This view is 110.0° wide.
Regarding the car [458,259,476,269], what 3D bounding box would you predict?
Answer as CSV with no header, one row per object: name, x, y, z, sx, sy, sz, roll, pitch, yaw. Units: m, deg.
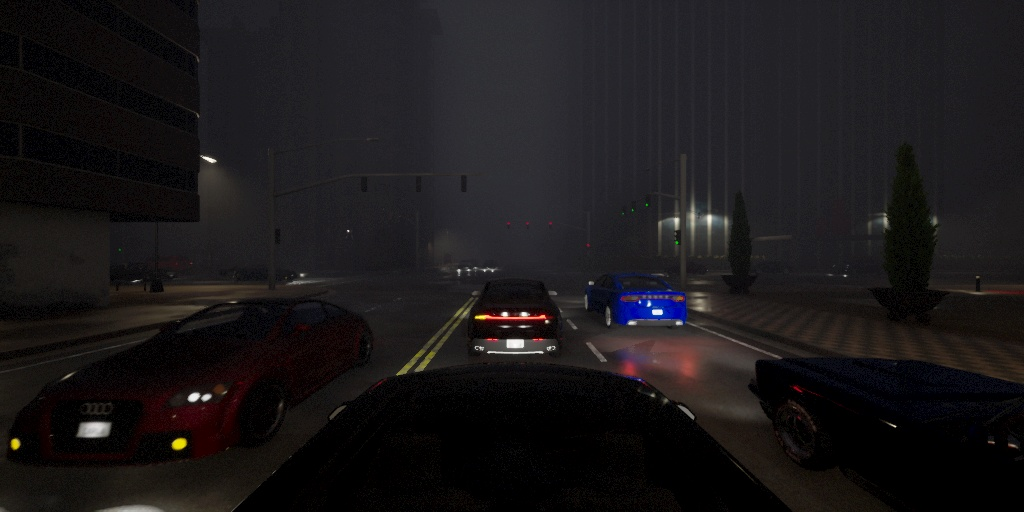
car,-7.100,1.275,55.289,1.812,1.442,4.674,0,0,0

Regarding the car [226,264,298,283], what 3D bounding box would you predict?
car,-18.865,1.314,27.520,4.181,1.385,1.994,0,0,-1

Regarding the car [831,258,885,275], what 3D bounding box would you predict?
car,37.385,1.102,38.787,4.553,1.767,2.097,0,0,0

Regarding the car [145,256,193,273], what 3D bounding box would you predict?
car,-37.187,0.971,38.027,5.566,2.045,2.150,0,0,-1

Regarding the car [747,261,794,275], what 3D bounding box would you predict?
car,27.552,1.255,38.697,4.892,1.490,1.837,0,0,-1

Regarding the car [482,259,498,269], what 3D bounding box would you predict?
car,-3.600,1.314,57.160,1.994,1.385,4.181,0,0,0

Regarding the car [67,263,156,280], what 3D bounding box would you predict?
car,-34.341,1.297,30.878,5.357,1.411,2.033,0,0,0

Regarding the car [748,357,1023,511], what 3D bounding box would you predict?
car,3.601,1.351,1.899,1.895,1.301,4.718,0,0,0

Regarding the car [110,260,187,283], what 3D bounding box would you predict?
car,-28.520,1.242,27.427,4.902,1.511,2.128,0,0,-1

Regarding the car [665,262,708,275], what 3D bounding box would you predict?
car,18.700,1.314,38.606,4.181,1.385,1.994,0,0,-1

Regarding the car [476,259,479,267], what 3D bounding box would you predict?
car,-7.071,1.253,64.570,1.837,1.490,4.892,0,0,0

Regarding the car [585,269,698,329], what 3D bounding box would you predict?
car,3.573,1.228,11.244,1.882,1.535,5.008,0,0,0

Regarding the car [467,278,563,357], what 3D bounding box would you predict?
car,0.060,1.255,8.555,1.837,1.490,4.892,0,0,0

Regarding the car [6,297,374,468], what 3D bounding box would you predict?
car,-3.600,1.314,5.083,1.994,1.385,4.181,0,0,0

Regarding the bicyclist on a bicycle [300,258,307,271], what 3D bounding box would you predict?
bicyclist on a bicycle,-26.427,1.051,45.427,0.582,1.620,1.656,0,0,-1

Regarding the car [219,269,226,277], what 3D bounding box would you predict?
car,-22.295,1.351,30.987,4.718,1.301,1.895,0,0,-1
